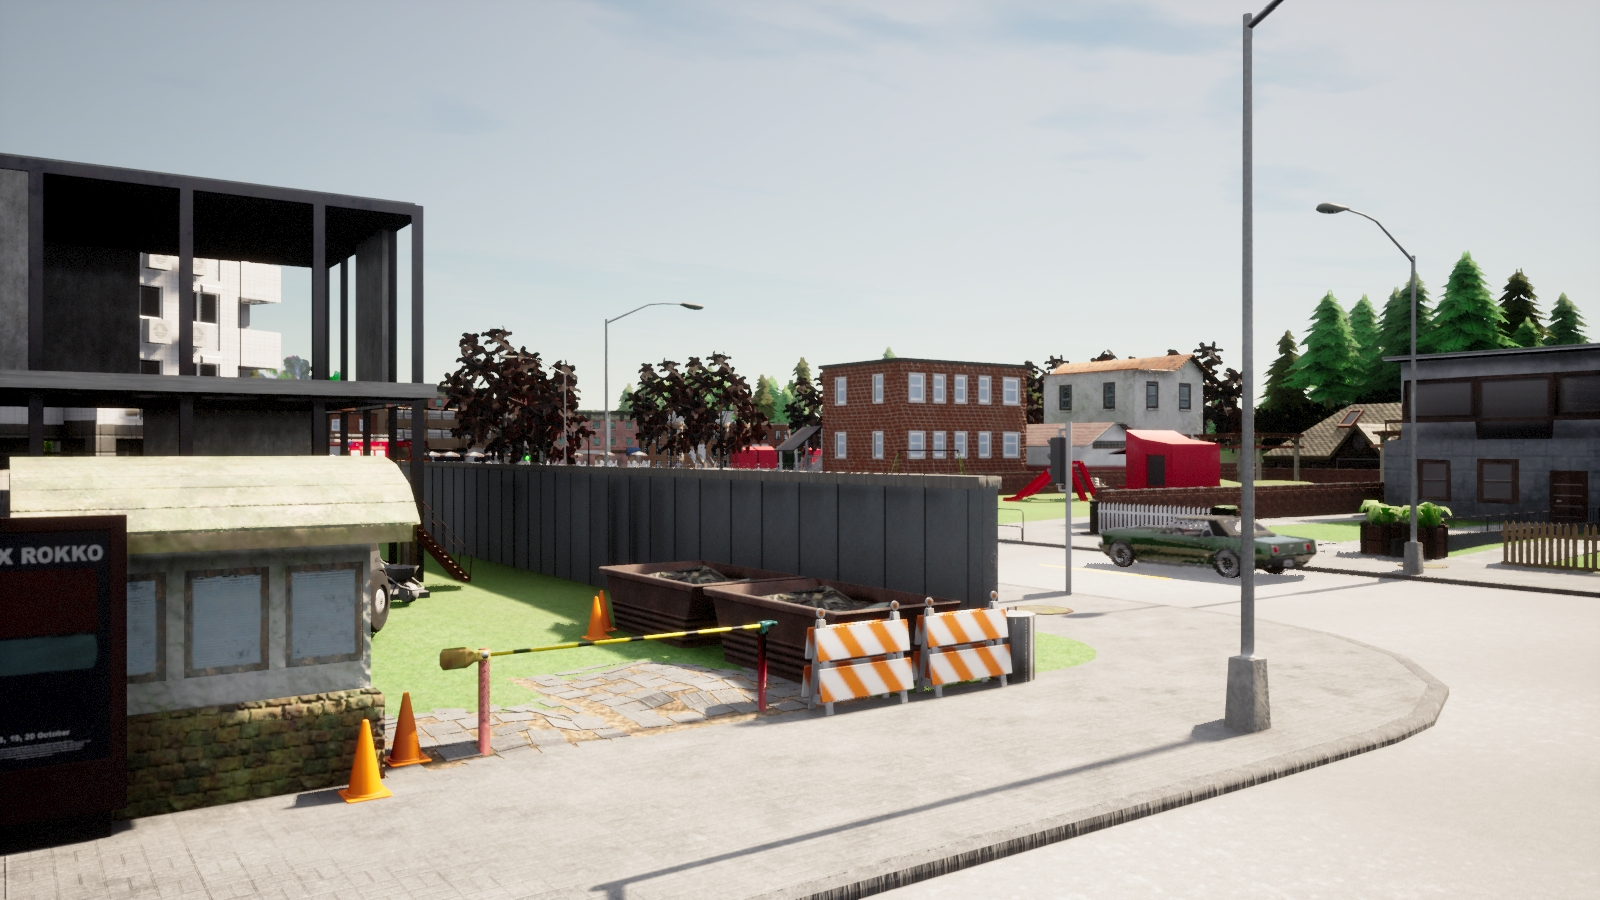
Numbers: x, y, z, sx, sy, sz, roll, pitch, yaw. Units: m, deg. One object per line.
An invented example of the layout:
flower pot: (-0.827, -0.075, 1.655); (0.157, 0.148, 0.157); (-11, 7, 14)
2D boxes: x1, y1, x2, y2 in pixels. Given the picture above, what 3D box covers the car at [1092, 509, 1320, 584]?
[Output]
car: (9.212, 2.146, 26.318); (1.895, 1.301, 4.718); (0, 0, -35)
